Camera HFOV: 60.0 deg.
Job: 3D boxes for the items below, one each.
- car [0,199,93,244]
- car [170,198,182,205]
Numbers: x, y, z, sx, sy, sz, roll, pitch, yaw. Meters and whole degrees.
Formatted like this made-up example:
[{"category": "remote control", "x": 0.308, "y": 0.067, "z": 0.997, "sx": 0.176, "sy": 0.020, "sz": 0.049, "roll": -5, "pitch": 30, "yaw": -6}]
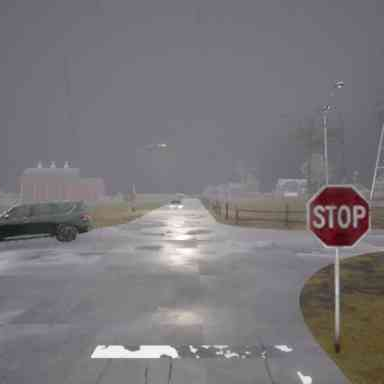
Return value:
[{"category": "car", "x": -7.596, "y": 1.480, "z": 15.752, "sx": 5.566, "sy": 2.045, "sz": 2.150, "roll": -3, "pitch": 2, "yaw": -20}, {"category": "car", "x": -2.731, "y": 1.631, "z": 57.815, "sx": 1.895, "sy": 1.301, "sz": 4.718, "roll": 0, "pitch": 0, "yaw": 0}]
